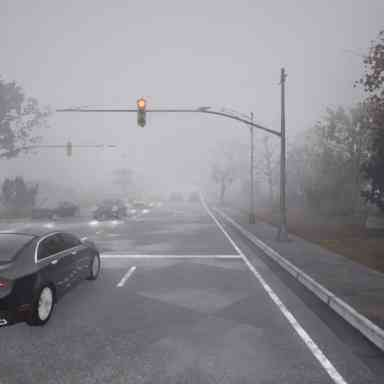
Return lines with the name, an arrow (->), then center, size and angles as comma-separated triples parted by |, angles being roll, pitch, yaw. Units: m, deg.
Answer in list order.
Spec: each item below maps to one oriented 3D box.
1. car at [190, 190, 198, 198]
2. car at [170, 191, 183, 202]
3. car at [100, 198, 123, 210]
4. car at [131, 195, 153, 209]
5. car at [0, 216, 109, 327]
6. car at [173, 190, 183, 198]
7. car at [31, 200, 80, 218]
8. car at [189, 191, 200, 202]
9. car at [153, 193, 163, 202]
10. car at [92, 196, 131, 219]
car -> 0.440, 0.455, 74.285 | 1.882, 1.535, 5.008 | 0, 3, 0
car -> -3.026, 0.839, 64.445 | 2.097, 1.767, 4.553 | 0, 3, 0
car -> -10.366, 1.525, 43.347 | 1.812, 1.442, 4.674 | 0, 0, 0
car -> -6.848, 1.477, 45.161 | 1.882, 1.535, 5.008 | 0, 0, 0
car -> -3.377, 1.505, 7.034 | 1.837, 1.490, 4.892 | 0, 0, 0
car -> -3.054, 0.445, 74.496 | 1.882, 1.535, 5.008 | 0, 3, 0
car -> -11.143, 1.478, 27.460 | 1.882, 1.535, 5.008 | 1, 0, 11
car -> 0.473, 1.004, 63.918 | 2.128, 1.511, 4.902 | 0, 3, 0
car -> -6.678, 1.016, 63.453 | 1.882, 1.535, 5.008 | 0, 3, 1
car -> -6.957, 1.352, 28.565 | 2.097, 1.767, 4.553 | 0, 0, 0
